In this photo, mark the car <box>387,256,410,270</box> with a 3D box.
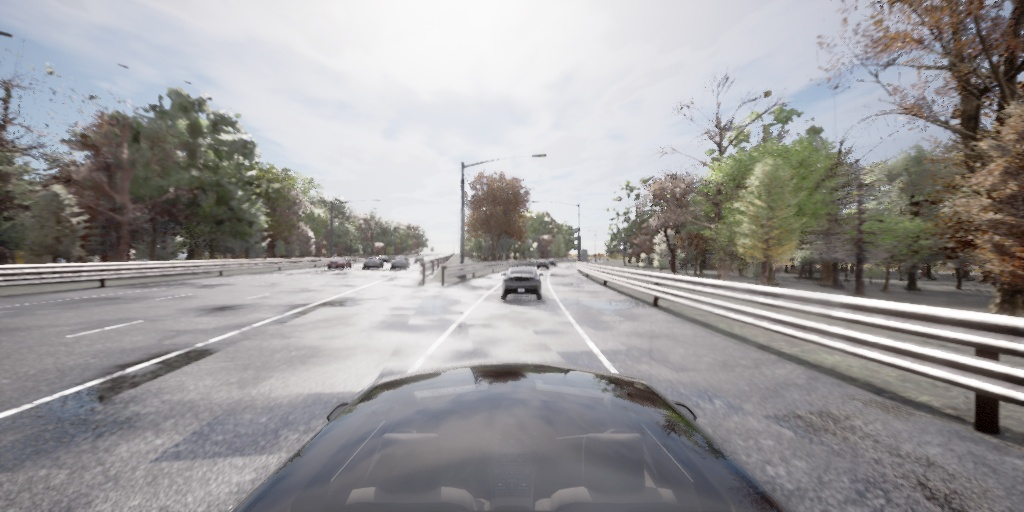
[{"bbox_3d":[-14.420,1.008,46.522,1.994,1.385,4.181,0,0,-9],"label":"car"}]

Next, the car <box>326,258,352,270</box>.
[{"bbox_3d":[-21.110,0.942,43.982,1.812,1.442,4.674,0,0,-9],"label":"car"}]

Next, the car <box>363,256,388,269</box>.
[{"bbox_3d":[-18.008,0.986,46.807,1.994,1.385,4.181,0,0,-9],"label":"car"}]

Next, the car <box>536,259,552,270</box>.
[{"bbox_3d":[4.830,1.326,55.802,1.837,1.490,4.892,0,-2,10],"label":"car"}]

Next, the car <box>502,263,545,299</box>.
[{"bbox_3d":[0.545,1.271,18.239,1.837,1.490,4.892,0,0,3],"label":"car"}]
